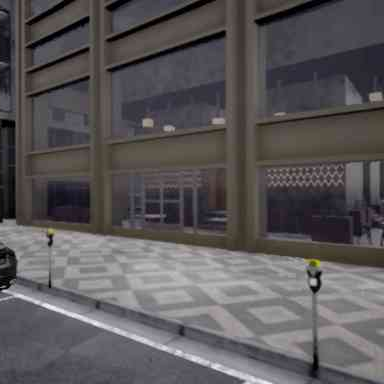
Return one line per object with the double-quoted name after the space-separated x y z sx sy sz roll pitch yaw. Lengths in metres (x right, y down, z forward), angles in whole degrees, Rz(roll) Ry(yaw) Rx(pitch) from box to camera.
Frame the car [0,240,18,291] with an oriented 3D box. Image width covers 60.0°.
-5.890 1.465 7.630 4.892 1.490 1.837 0 0 35 "car"
